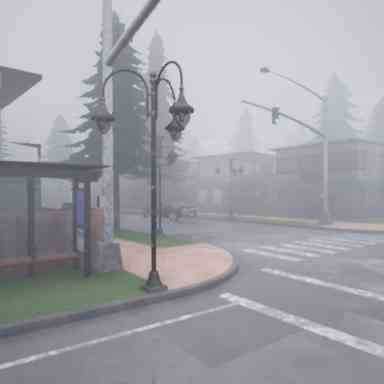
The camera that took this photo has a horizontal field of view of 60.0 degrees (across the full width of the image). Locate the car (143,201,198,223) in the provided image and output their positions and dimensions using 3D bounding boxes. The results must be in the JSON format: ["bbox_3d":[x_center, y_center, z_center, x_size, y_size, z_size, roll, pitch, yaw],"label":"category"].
[{"bbox_3d":[-1.741,1.434,25.281,4.902,1.511,2.128,0,0,44],"label":"car"}]
